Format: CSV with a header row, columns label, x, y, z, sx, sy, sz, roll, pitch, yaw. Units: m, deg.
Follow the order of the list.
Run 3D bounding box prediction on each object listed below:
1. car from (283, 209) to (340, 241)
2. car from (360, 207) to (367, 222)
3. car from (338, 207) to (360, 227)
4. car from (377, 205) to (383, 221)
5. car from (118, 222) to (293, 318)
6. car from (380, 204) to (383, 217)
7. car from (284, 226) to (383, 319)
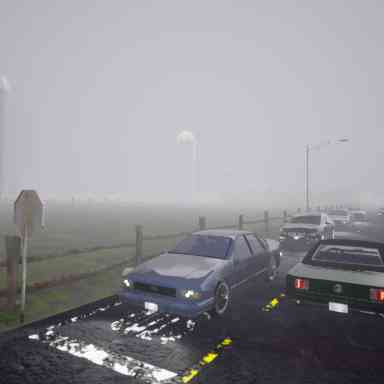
label,x,y,z,sx,sy,sz,roll,pitch,yaw
car,5.790,1.777,16.419,1.837,1.490,4.892,0,-1,32
car,16.243,2.159,33.262,1.994,1.385,4.181,0,-1,32
car,10.931,1.979,24.735,2.033,1.411,5.357,0,-1,31
car,19.633,2.164,33.327,2.033,1.411,5.357,0,-1,32
car,0.668,1.660,8.116,2.033,1.411,5.357,0,-1,31
car,24.905,2.289,41.951,1.837,1.490,4.892,0,-1,32
car,3.674,1.723,7.573,1.895,1.301,4.718,0,-1,32
